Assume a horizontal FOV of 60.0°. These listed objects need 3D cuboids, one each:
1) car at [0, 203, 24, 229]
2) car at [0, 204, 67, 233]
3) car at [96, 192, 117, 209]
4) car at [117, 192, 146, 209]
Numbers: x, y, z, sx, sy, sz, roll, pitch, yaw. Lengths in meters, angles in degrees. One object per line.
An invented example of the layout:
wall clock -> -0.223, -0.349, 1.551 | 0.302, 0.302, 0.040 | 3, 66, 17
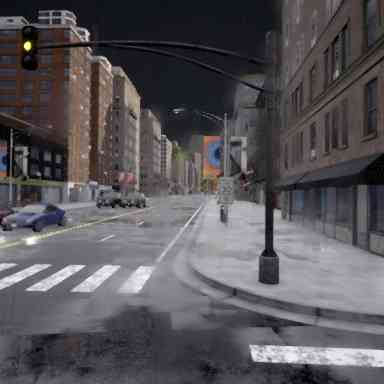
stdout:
car -> -12.028, 1.414, 19.494 | 1.994, 1.385, 4.181 | 1, 0, 4
car -> -8.800, 1.409, 19.026 | 1.812, 1.442, 4.674 | 1, 0, 4
car -> -10.521, 1.043, 42.928 | 2.150, 2.045, 5.566 | 1, 0, 4
car -> -7.303, 1.075, 42.314 | 2.150, 2.045, 5.566 | 1, 0, 4
